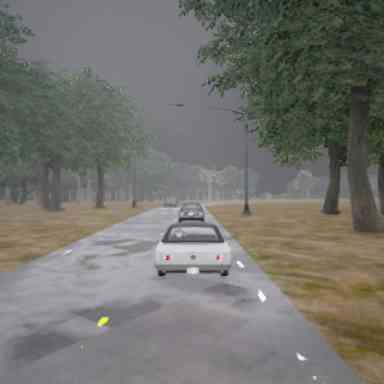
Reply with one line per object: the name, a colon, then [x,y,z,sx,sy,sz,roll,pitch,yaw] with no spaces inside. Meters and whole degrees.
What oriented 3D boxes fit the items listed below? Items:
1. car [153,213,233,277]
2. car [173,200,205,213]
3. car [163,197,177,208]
car: [0.031,1.547,9.994,1.895,1.301,4.718,0,0,0]
car: [-0.028,1.473,24.084,2.033,1.411,5.357,0,0,0]
car: [-3.016,1.522,47.650,1.837,1.490,4.892,0,-1,3]
